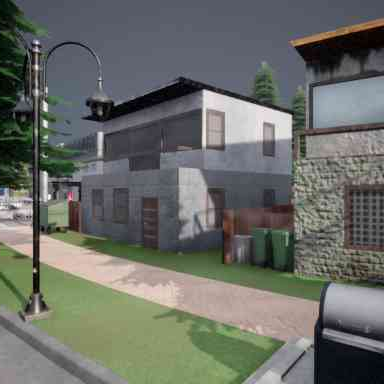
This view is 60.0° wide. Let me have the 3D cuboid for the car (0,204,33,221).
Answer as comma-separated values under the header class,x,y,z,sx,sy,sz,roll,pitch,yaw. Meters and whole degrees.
class,x,y,z,sx,sy,sz,roll,pitch,yaw
car,-14.813,1.620,25.313,4.718,1.301,1.895,0,0,-36
